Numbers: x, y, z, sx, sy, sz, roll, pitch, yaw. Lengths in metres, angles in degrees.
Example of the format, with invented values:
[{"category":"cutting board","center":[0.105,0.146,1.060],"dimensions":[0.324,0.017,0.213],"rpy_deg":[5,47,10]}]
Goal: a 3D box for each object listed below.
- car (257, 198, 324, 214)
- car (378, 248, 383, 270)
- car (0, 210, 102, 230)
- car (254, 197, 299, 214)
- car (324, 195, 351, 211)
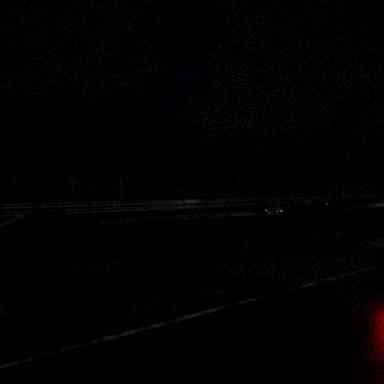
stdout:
[{"category":"car","center":[7.899,1.406,26.559],"dimensions":[4.902,1.511,2.128],"rpy_deg":[0,0,-34]},{"category":"car","center":[6.857,1.571,8.564],"dimensions":[4.718,1.301,1.895],"rpy_deg":[0,0,-35]},{"category":"car","center":[-5.899,1.470,12.664],"dimensions":[5.008,1.535,1.882],"rpy_deg":[0,0,-35]},{"category":"car","center":[8.902,1.350,34.858],"dimensions":[5.008,1.535,1.882],"rpy_deg":[-1,0,-37]},{"category":"car","center":[14.845,1.171,35.441],"dimensions":[4.553,1.767,2.097],"rpy_deg":[-1,0,-34]}]
